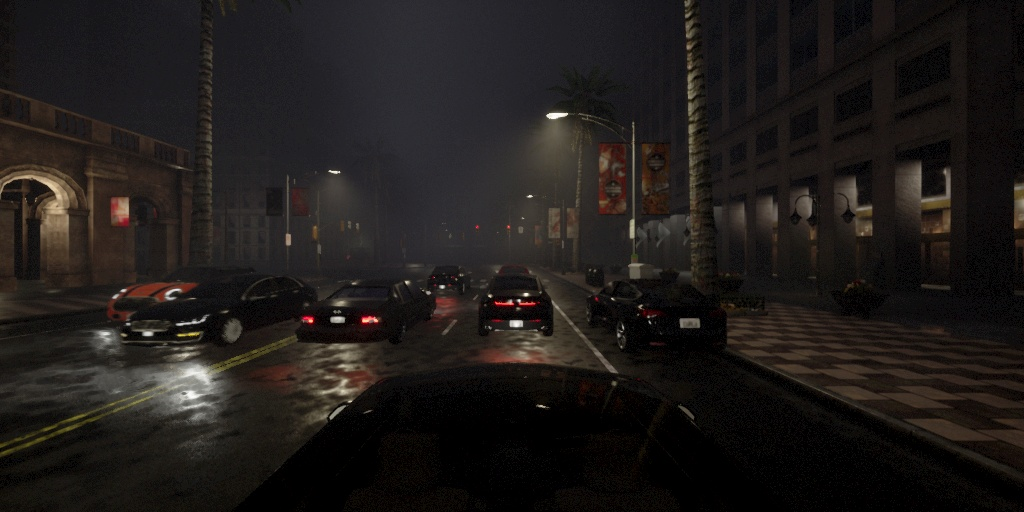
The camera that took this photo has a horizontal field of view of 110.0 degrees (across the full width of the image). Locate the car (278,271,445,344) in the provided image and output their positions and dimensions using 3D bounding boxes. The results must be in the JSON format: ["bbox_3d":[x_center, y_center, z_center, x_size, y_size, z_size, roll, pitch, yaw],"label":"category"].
[{"bbox_3d":[-3.397,1.295,9.506,2.033,1.411,5.357,0,0,0],"label":"car"}]

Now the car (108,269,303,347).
[{"bbox_3d":[-7.087,1.252,9.412,1.837,1.490,4.892,0,0,0],"label":"car"}]

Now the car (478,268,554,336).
[{"bbox_3d":[0.091,1.252,10.369,1.837,1.490,4.892,0,0,0],"label":"car"}]

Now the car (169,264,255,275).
[{"bbox_3d":[-10.577,1.099,12.262,2.097,1.767,4.553,0,0,0],"label":"car"}]

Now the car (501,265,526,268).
[{"bbox_3d":[0.100,1.223,19.819,1.882,1.535,5.008,0,0,0],"label":"car"}]

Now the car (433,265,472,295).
[{"bbox_3d":[-3.395,1.250,19.876,1.837,1.490,4.892,0,0,0],"label":"car"}]
